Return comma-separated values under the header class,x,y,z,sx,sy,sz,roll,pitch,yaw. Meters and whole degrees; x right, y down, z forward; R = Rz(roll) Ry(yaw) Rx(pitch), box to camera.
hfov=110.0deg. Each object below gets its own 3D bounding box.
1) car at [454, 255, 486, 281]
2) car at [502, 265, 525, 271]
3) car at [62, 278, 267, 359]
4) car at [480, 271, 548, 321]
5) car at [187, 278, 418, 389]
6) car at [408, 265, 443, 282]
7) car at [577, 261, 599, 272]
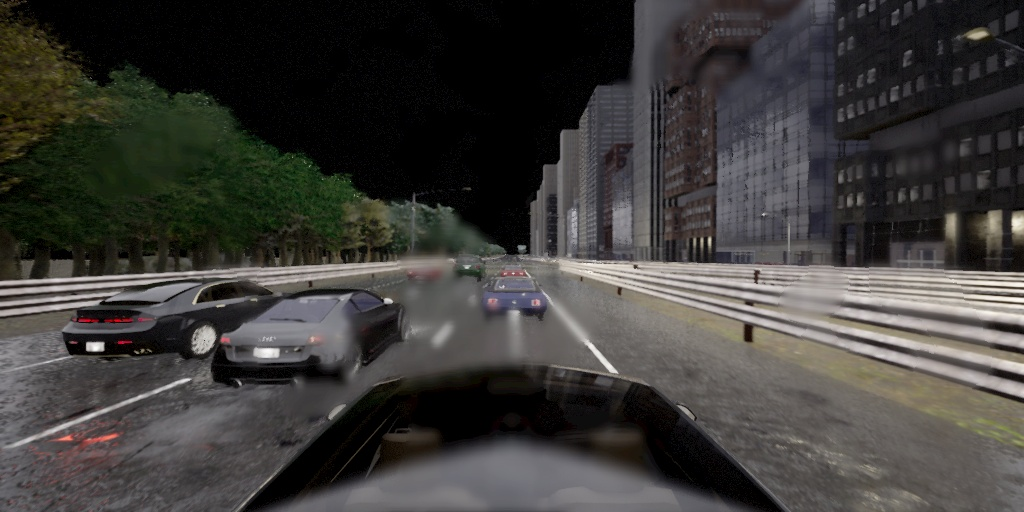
class,x,y,z,sx,sy,sz,roll,pitch,yaw
car,-3.408,0.979,29.763,2.150,2.045,5.566,0,0,0
car,0.093,1.358,29.135,1.895,1.301,4.718,0,0,0
car,-6.899,1.254,8.360,1.837,1.490,4.892,0,0,0
car,0.099,1.351,12.349,1.895,1.301,4.718,0,0,0
car,-3.400,1.314,6.980,1.994,1.385,4.181,0,0,0
car,-6.907,1.358,29.189,1.895,1.301,4.718,0,0,0
car,9.824,1.314,45.982,2.163,1.488,4.792,0,0,-13
